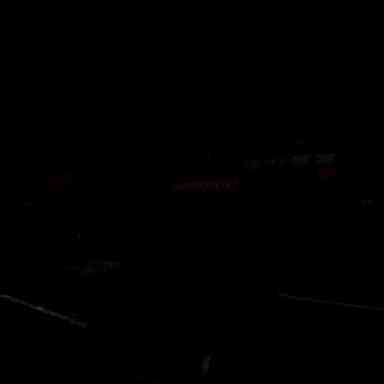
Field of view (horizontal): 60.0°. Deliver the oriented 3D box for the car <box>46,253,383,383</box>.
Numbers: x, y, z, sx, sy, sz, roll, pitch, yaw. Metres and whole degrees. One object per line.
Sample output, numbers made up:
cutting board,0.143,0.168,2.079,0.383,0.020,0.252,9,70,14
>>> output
car,1.263,1.316,1.948,5.009,1.841,2.192,0,-2,36
